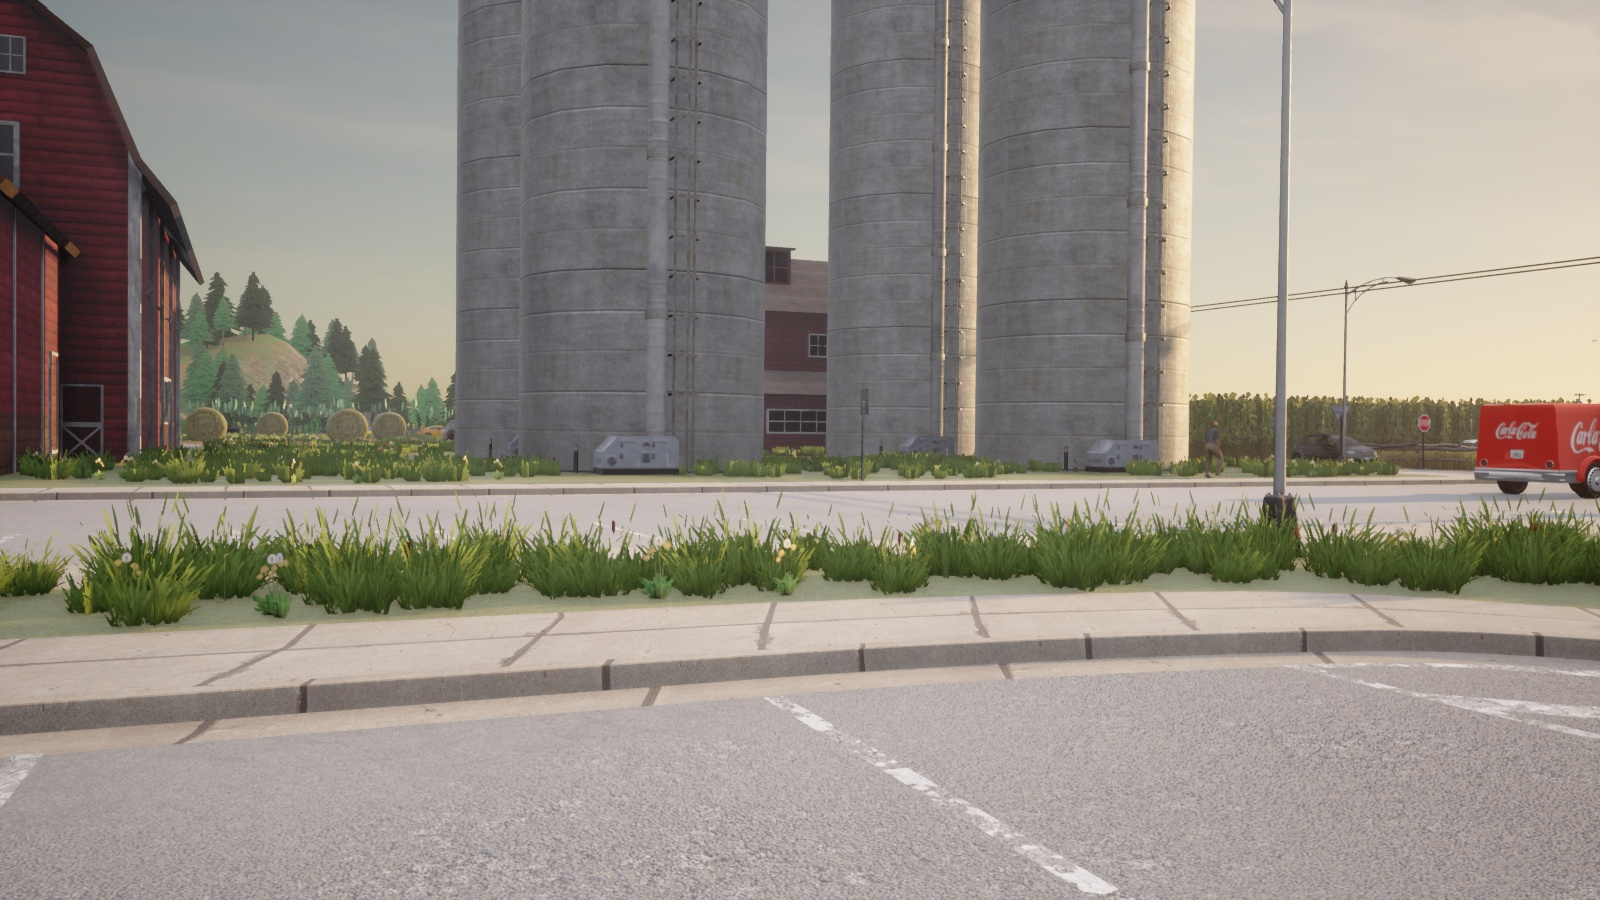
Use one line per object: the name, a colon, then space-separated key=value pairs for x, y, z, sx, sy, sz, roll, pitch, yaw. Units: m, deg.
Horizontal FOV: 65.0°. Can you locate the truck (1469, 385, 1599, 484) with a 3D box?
truck: x=20.825 y=-0.456 z=33.489 sx=5.204 sy=2.467 sz=2.627 roll=-1 pitch=1 yaw=-24

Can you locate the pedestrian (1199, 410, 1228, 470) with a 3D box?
pedestrian: x=12.831 y=-0.319 z=38.974 sx=0.694 sy=1.848 sz=0.540 roll=-1 pitch=1 yaw=-30

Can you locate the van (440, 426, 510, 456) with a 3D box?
van: x=-22.488 y=-0.646 z=86.884 sx=4.442 sy=1.987 sz=1.775 roll=-1 pitch=1 yaw=-24

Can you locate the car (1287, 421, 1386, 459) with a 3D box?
car: x=23.721 y=-0.466 z=55.649 sx=1.851 sy=1.617 sz=3.988 roll=-1 pitch=1 yaw=-18
